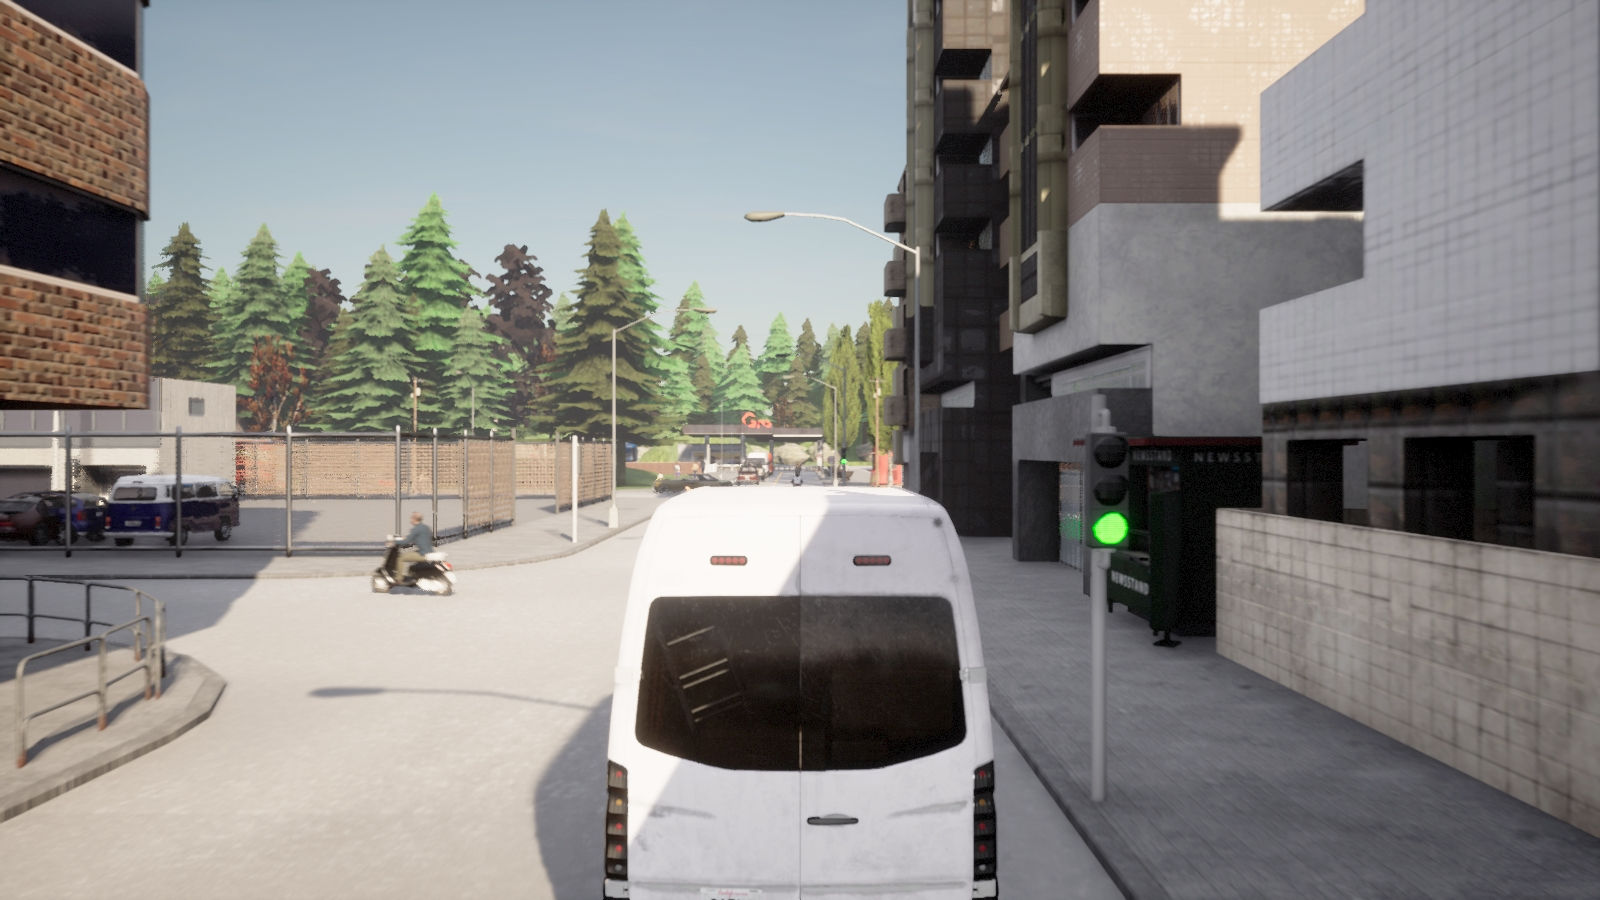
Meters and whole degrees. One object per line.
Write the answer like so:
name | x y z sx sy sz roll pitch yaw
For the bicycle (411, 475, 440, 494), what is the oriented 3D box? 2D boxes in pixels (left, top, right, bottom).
bicycle | -22.273 2.036 67.957 1.487 1.080 0.859 0 0 0

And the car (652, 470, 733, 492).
car | -6.708 1.934 71.365 4.718 1.301 1.895 0 0 21

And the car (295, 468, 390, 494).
car | -27.158 1.843 67.950 4.792 1.488 2.163 0 0 0

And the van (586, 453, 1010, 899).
van | -0.012 1.314 8.322 1.988 2.561 5.915 0 0 0
